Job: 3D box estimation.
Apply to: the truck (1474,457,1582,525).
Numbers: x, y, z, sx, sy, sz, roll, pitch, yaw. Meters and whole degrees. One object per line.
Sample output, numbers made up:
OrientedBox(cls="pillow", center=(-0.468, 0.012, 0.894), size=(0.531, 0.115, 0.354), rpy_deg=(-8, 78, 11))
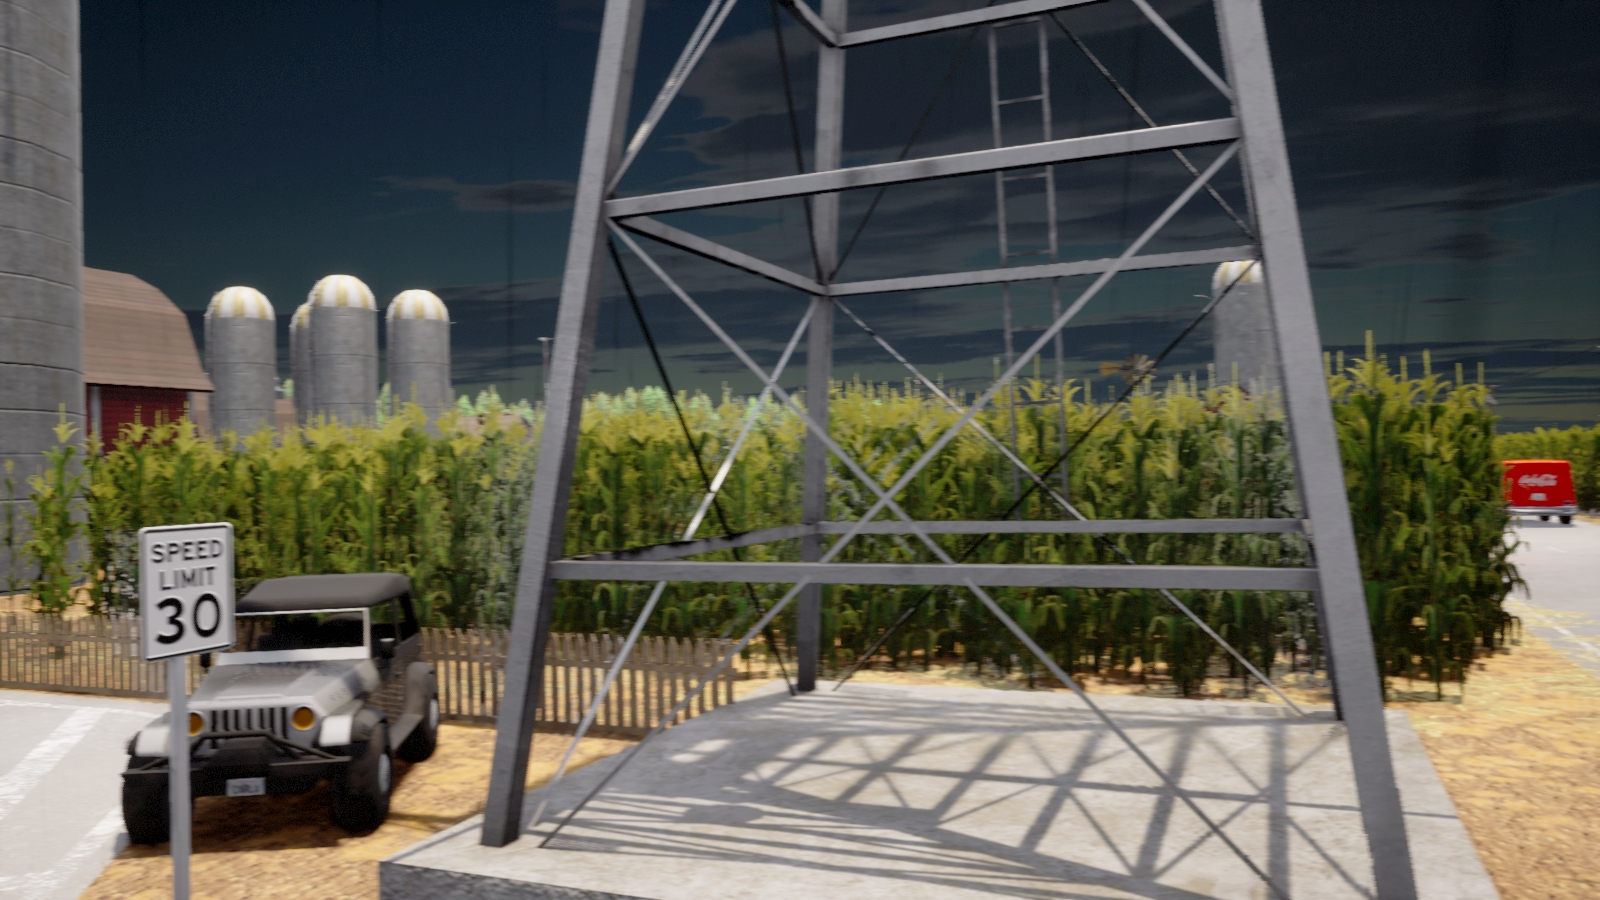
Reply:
OrientedBox(cls="truck", center=(28.394, 1.543, 44.769), size=(2.627, 2.467, 5.204), rpy_deg=(-2, -1, 23))
